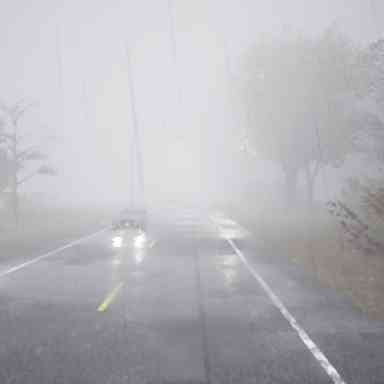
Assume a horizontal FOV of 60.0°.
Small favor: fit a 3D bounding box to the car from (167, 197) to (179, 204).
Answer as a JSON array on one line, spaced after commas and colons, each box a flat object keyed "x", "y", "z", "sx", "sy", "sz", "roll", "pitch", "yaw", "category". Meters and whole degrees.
[{"x": -3.483, "y": 1.622, "z": 62.316, "sx": 1.994, "sy": 1.385, "sz": 4.181, "roll": 0, "pitch": 0, "yaw": 1, "category": "car"}]

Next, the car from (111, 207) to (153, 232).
[{"x": -3.585, "y": 1.599, "z": 20.435, "sx": 1.994, "sy": 1.385, "sz": 4.181, "roll": 0, "pitch": 0, "yaw": 0, "category": "car"}]
